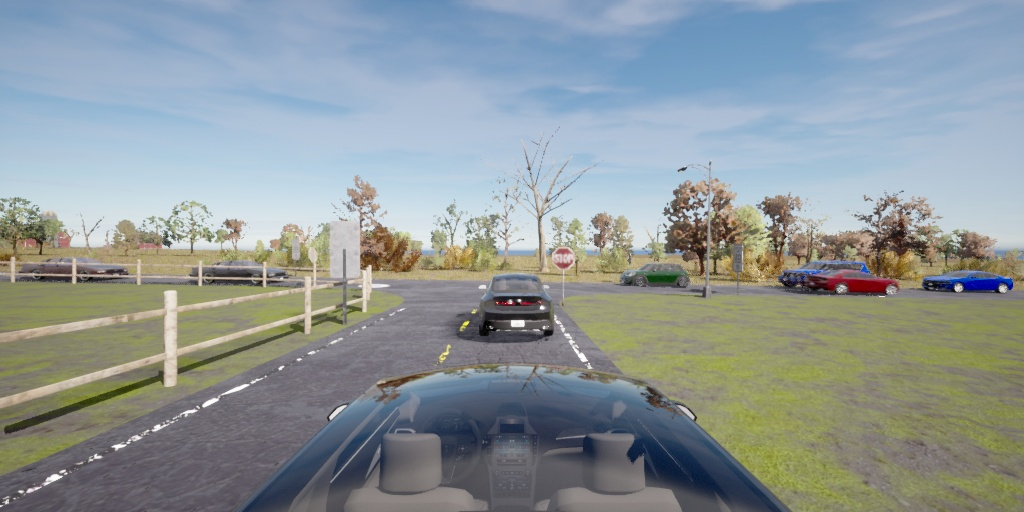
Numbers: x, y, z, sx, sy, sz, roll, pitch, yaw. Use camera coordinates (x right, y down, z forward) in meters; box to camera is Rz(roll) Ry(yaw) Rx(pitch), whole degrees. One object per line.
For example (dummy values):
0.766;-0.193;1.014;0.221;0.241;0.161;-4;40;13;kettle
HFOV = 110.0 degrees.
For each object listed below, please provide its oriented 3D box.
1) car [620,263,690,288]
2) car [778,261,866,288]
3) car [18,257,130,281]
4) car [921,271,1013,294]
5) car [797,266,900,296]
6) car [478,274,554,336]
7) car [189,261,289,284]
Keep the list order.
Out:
10.150;1.283;25.657;4.553;1.767;2.097;1;1;-2;car
22.421;1.371;25.784;5.566;2.045;2.150;1;1;0;car
-28.050;0.805;23.036;5.357;1.411;2.033;1;1;0;car
32.560;1.805;25.733;5.008;1.535;1.882;1;1;0;car
21.598;1.658;22.839;5.008;1.535;1.882;1;1;0;car
0.079;1.252;10.377;1.837;1.490;4.892;0;0;-1;car
-17.419;1.008;22.999;5.357;1.411;2.033;1;1;0;car
